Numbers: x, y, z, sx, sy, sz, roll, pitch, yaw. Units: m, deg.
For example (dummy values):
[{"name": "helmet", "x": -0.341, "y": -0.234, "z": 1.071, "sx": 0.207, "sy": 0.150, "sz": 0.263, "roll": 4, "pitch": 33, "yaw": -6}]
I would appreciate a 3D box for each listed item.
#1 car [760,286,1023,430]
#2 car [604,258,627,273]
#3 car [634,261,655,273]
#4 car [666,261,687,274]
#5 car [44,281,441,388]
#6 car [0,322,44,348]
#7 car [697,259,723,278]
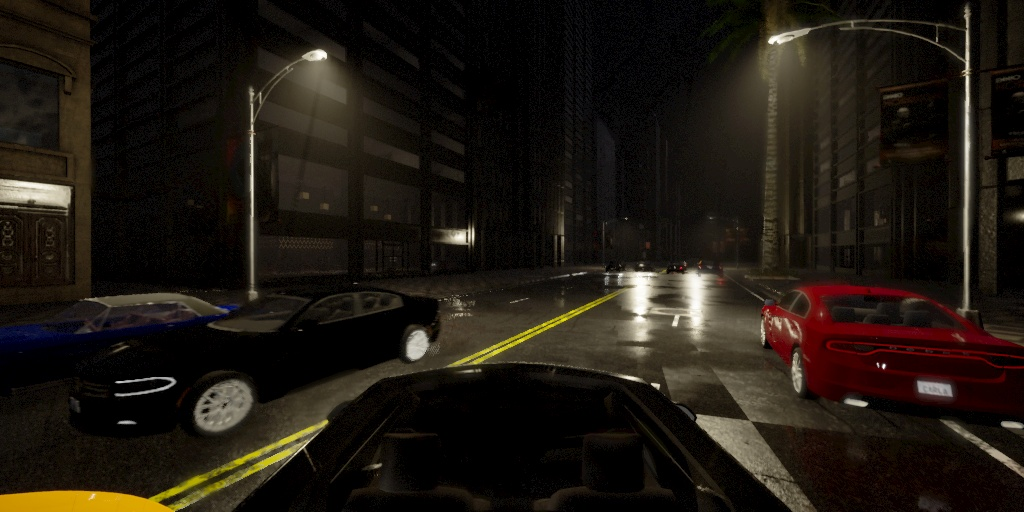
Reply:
[{"name": "car", "x": 5.516, "y": 1.228, "z": 5.915, "sx": 1.882, "sy": 1.535, "sz": 5.008, "roll": 0, "pitch": 0, "yaw": 27}, {"name": "car", "x": 12.798, "y": 1.274, "z": 44.054, "sx": 1.837, "sy": 1.490, "sz": 4.892, "roll": 0, "pitch": 0, "yaw": 27}, {"name": "car", "x": 16.138, "y": 1.334, "z": 43.438, "sx": 1.994, "sy": 1.385, "sz": 4.181, "roll": 0, "pitch": 0, "yaw": 27}, {"name": "car", "x": 18.662, "y": 1.317, "z": 40.809, "sx": 2.033, "sy": 1.411, "sz": 5.357, "roll": 0, "pitch": 0, "yaw": 27}, {"name": "car", "x": -3.248, "y": 1.228, "z": 5.823, "sx": 1.882, "sy": 1.535, "sz": 5.008, "roll": 0, "pitch": 0, "yaw": 27}, {"name": "car", "x": -6.797, "y": 1.351, "z": 6.004, "sx": 1.895, "sy": 1.301, "sz": 4.718, "roll": 0, "pitch": 0, "yaw": 27}, {"name": "car", "x": 19.301, "y": 1.117, "z": 34.987, "sx": 2.097, "sy": 1.767, "sz": 4.553, "roll": 0, "pitch": 0, "yaw": 27}]
